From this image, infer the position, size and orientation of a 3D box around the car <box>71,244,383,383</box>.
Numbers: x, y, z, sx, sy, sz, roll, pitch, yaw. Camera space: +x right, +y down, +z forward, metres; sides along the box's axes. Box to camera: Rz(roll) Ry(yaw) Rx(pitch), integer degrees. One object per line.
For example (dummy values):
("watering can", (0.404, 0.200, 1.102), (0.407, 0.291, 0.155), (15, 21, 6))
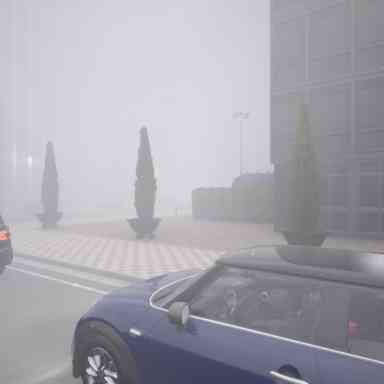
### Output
("car", (0.807, 1.352, 3.418), (4.553, 1.767, 2.097), (0, 0, 36))

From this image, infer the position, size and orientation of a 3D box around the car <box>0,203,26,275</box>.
("car", (-7.056, 1.222, 9.004), (5.566, 2.045, 2.150), (0, 0, 36))

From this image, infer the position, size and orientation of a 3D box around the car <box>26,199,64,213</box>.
("car", (-16.814, 1.491, 37.206), (2.128, 1.511, 4.902), (0, 0, 35))

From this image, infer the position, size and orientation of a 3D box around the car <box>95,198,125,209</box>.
("car", (-11.115, 1.564, 45.343), (1.994, 1.385, 4.181), (0, 0, 35))

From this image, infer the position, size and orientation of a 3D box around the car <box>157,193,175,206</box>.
("car", (-5.029, 1.221, 54.024), (2.150, 2.045, 5.566), (0, 0, 35))
